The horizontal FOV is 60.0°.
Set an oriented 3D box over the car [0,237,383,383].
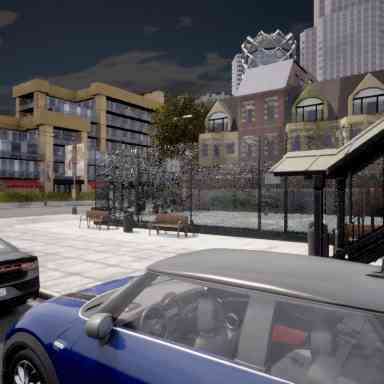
[{"bbox_3d":[0.187,1.354,3.170,4.553,1.767,2.185,0,0,35],"label":"car"}]
